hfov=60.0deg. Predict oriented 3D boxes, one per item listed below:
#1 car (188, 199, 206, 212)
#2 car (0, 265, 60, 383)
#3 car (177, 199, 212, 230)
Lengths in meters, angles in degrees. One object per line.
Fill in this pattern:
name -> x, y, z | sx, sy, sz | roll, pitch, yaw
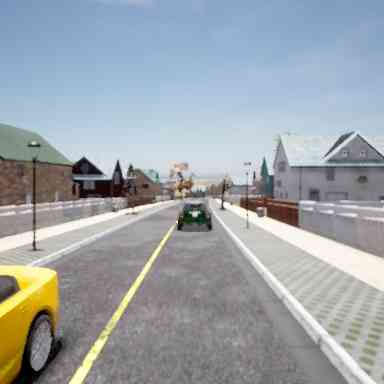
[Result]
car -> 0.663, 1.614, 41.095 | 2.033, 1.411, 5.357 | 0, 0, 2
car -> -2.807, 1.476, 2.686 | 1.882, 1.535, 5.008 | 0, 0, 0
car -> 0.212, 1.371, 21.621 | 2.097, 1.767, 4.553 | 0, 0, 1
